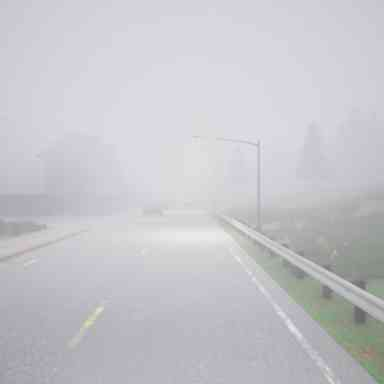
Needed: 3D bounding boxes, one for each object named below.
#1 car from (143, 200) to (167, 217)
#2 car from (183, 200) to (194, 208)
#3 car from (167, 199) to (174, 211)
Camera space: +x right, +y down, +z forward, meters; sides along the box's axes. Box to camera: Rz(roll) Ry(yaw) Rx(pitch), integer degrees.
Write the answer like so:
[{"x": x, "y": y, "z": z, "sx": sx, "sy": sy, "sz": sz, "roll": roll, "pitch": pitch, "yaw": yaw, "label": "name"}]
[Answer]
[{"x": -4.018, "y": 1.760, "z": 35.386, "sx": 1.882, "sy": 1.535, "sz": 5.008, "roll": 0, "pitch": -1, "yaw": -1, "label": "car"}, {"x": -0.592, "y": 2.060, "z": 57.818, "sx": 1.895, "sy": 1.301, "sz": 4.718, "roll": 0, "pitch": 0, "yaw": -1, "label": "car"}, {"x": -4.163, "y": 1.870, "z": 47.542, "sx": 2.128, "sy": 1.511, "sz": 4.902, "roll": 0, "pitch": 0, "yaw": -1, "label": "car"}]
